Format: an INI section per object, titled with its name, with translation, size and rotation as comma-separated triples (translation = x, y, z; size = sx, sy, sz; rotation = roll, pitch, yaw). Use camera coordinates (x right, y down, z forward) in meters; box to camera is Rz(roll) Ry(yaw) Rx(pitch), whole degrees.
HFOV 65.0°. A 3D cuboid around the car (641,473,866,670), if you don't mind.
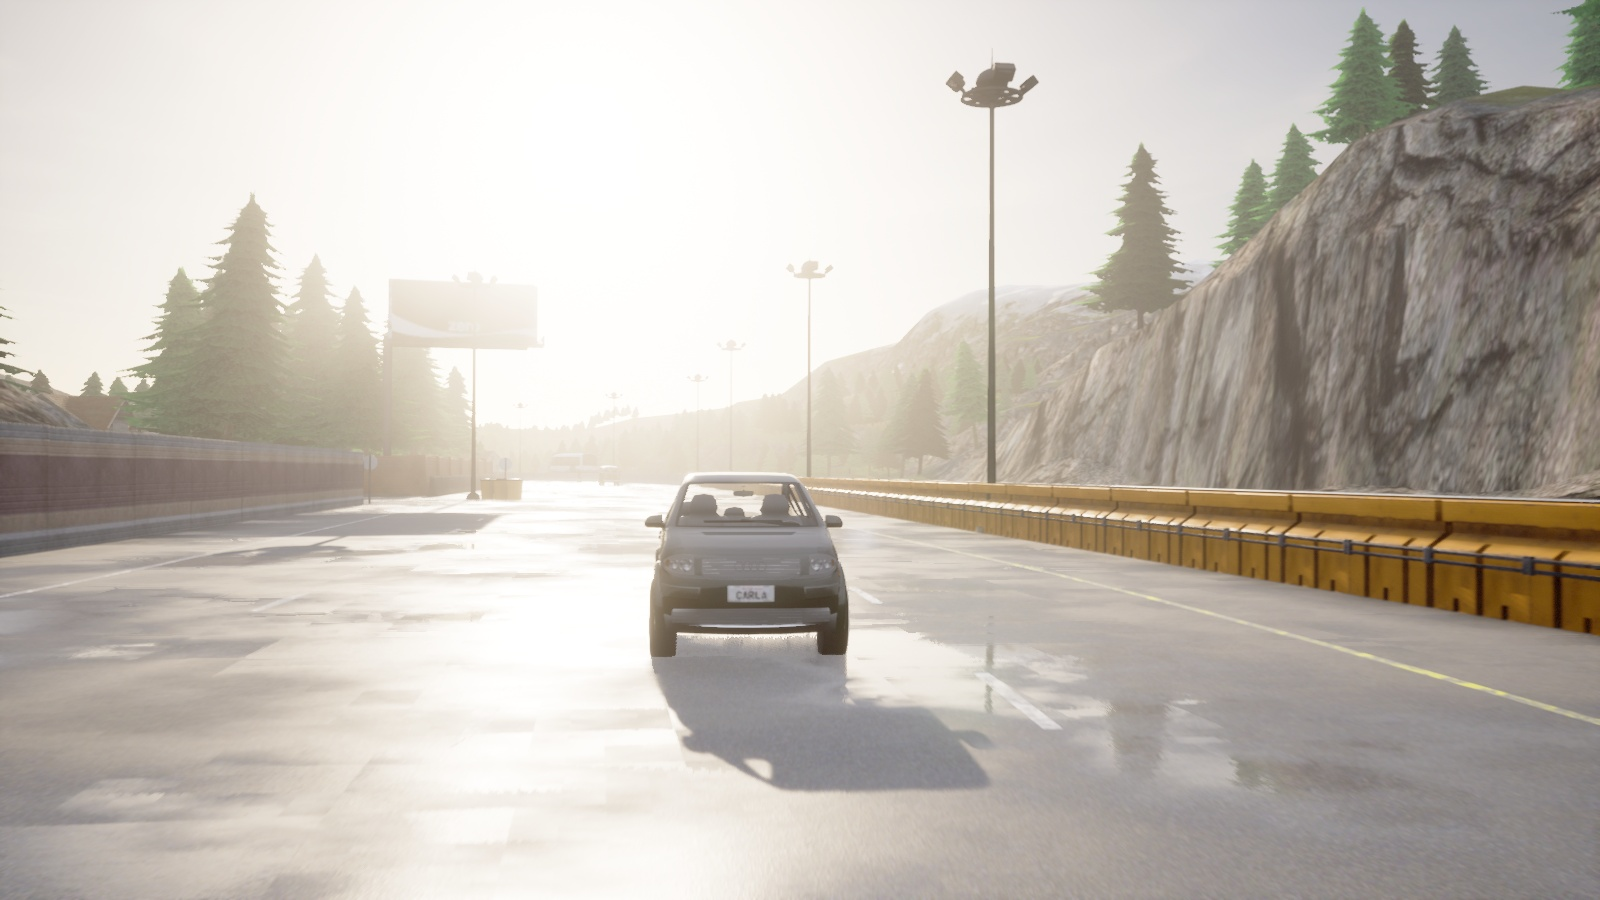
[car]
translation = -0.548, 0.994, 11.869
size = 1.789, 1.549, 3.705
rotation = 0, -1, -6
